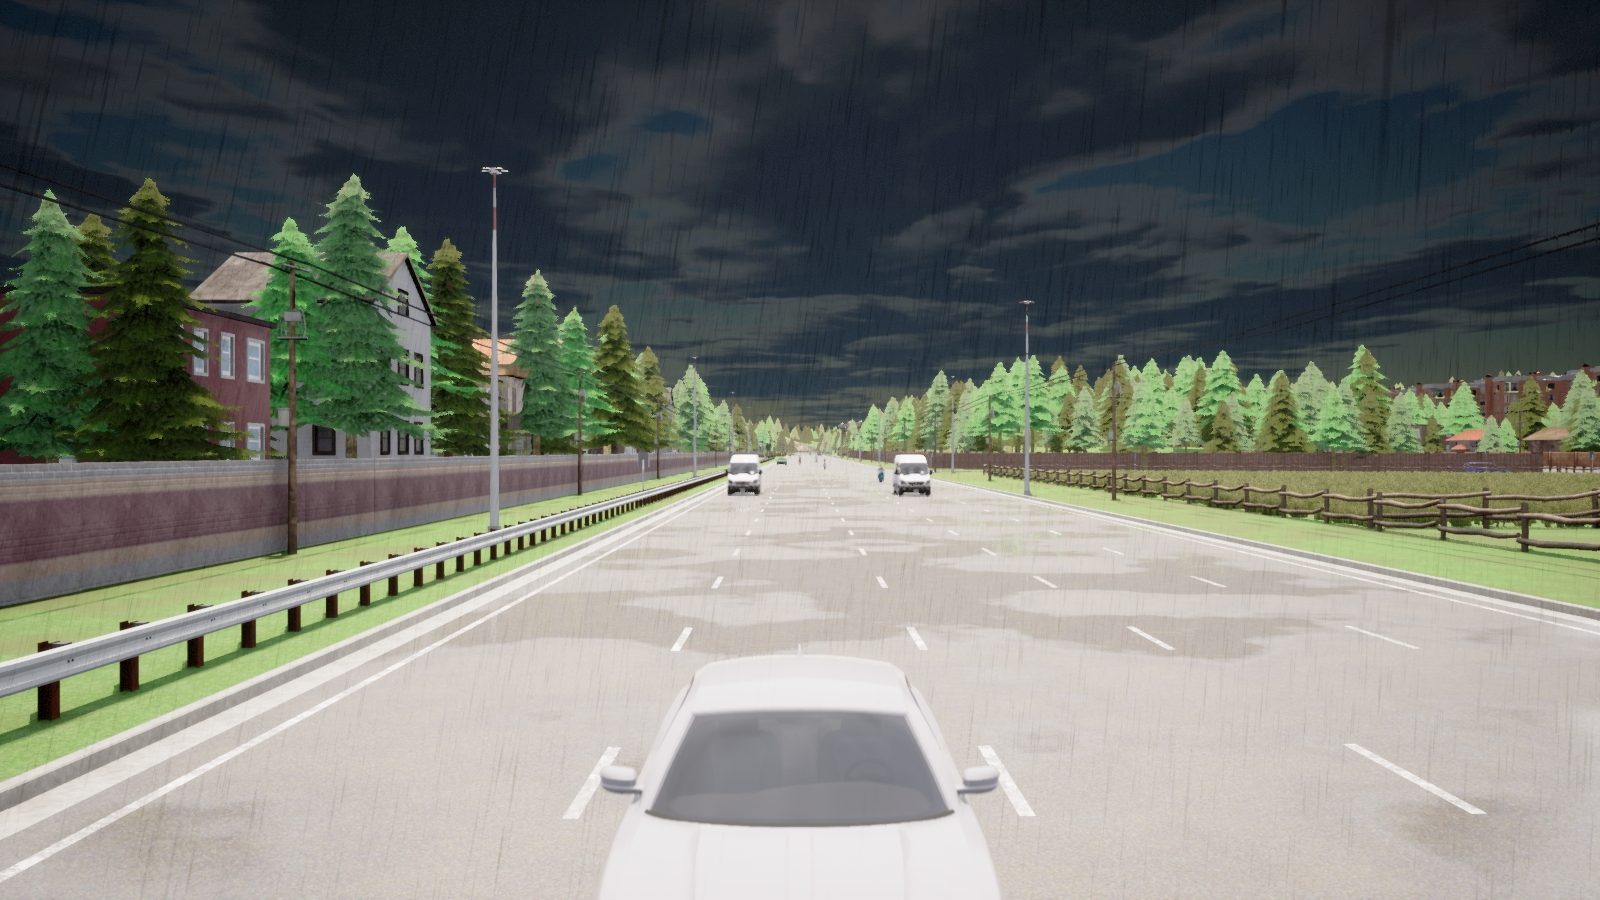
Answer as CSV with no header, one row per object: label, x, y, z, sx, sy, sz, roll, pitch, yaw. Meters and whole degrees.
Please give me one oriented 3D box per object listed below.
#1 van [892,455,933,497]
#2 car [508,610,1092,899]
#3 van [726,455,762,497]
van,6.986,1.580,71.729,1.988,2.561,5.915,0,0,0
car,-0.002,2.040,6.605,2.097,1.535,5.006,0,0,0
van,-3.513,1.581,72.763,1.988,2.561,5.915,0,0,0
